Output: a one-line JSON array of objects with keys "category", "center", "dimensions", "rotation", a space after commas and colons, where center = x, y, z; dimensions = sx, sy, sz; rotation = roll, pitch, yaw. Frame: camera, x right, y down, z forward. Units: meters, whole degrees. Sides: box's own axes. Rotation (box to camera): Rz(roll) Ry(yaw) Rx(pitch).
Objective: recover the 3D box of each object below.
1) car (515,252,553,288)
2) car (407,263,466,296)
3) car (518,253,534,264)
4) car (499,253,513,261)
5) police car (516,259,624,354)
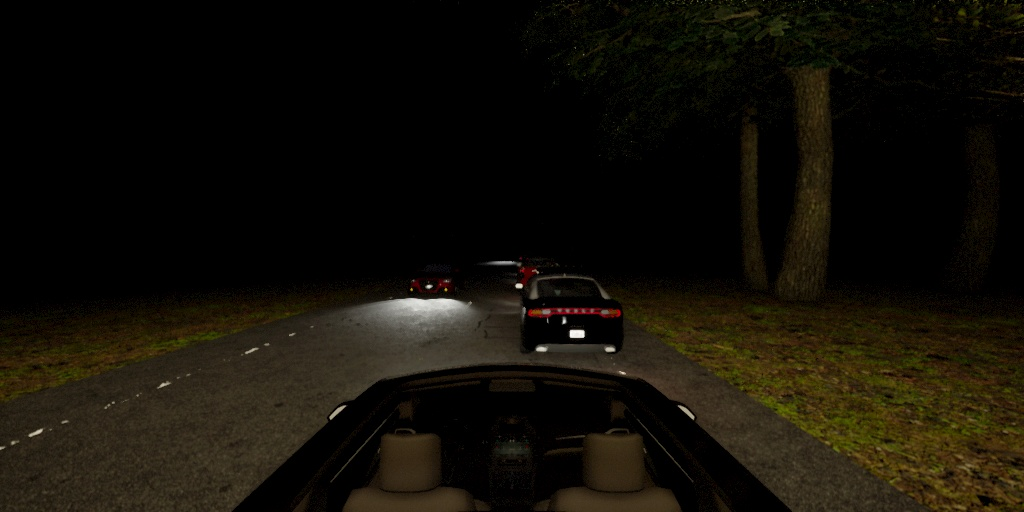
[{"category": "car", "center": [1.329, 0.771, 18.358], "dimensions": [2.097, 1.767, 4.553], "rotation": [0, 1, 2]}, {"category": "car", "center": [-3.338, 1.016, 16.596], "dimensions": [1.994, 1.385, 4.181], "rotation": [0, 1, 2]}, {"category": "car", "center": [2.018, 0.306, 50.926], "dimensions": [2.033, 1.411, 5.357], "rotation": [0, 1, 4]}, {"category": "car", "center": [-1.002, 0.189, 58.891], "dimensions": [1.895, 1.301, 4.718], "rotation": [0, 1, 5]}, {"category": "police car", "center": [1.119, 1.042, 8.541], "dimensions": [1.930, 1.638, 5.238], "rotation": [0, 1, 1]}]
